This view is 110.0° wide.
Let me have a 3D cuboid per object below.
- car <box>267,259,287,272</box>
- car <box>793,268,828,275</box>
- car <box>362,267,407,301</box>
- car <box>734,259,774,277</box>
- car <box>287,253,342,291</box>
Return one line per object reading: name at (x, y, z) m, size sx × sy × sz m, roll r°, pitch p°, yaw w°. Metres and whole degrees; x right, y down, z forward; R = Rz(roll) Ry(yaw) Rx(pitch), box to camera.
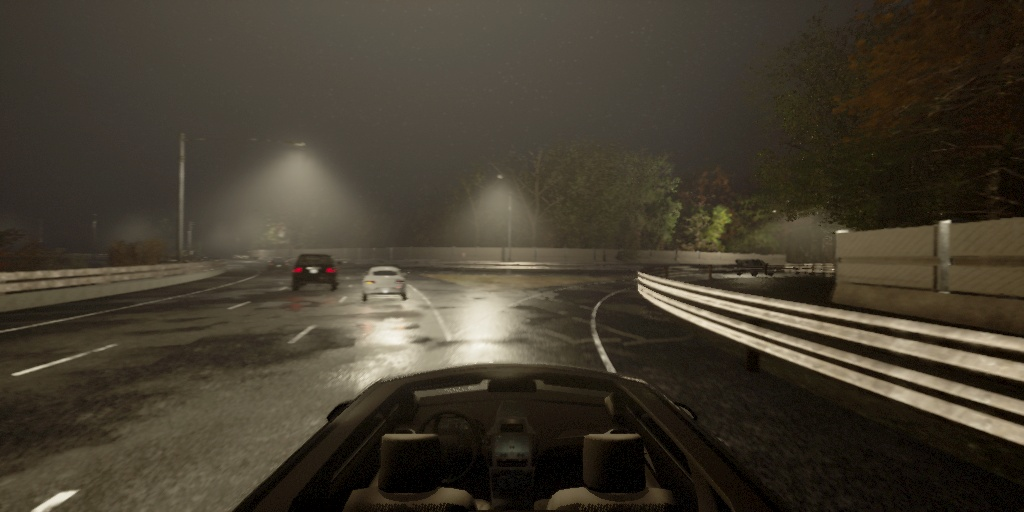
car at (-26.815, 1.039, 41.100) m, size 1.994 × 1.385 × 4.181 m, roll 1°, pitch 0°, yaw -36°
car at (40.797, 1.876, 49.049) m, size 5.357 × 1.411 × 2.033 m, roll 1°, pitch 0°, yaw -25°
car at (-6.064, 1.223, 17.078) m, size 1.812 × 1.442 × 4.674 m, roll 1°, pitch 0°, yaw -21°
car at (29.371, 1.399, 43.587) m, size 5.566 × 2.045 × 2.150 m, roll 1°, pitch 0°, yaw -26°
car at (-11.261, 0.860, 20.879) m, size 2.150 × 2.045 × 5.566 m, roll 1°, pitch 0°, yaw -24°
